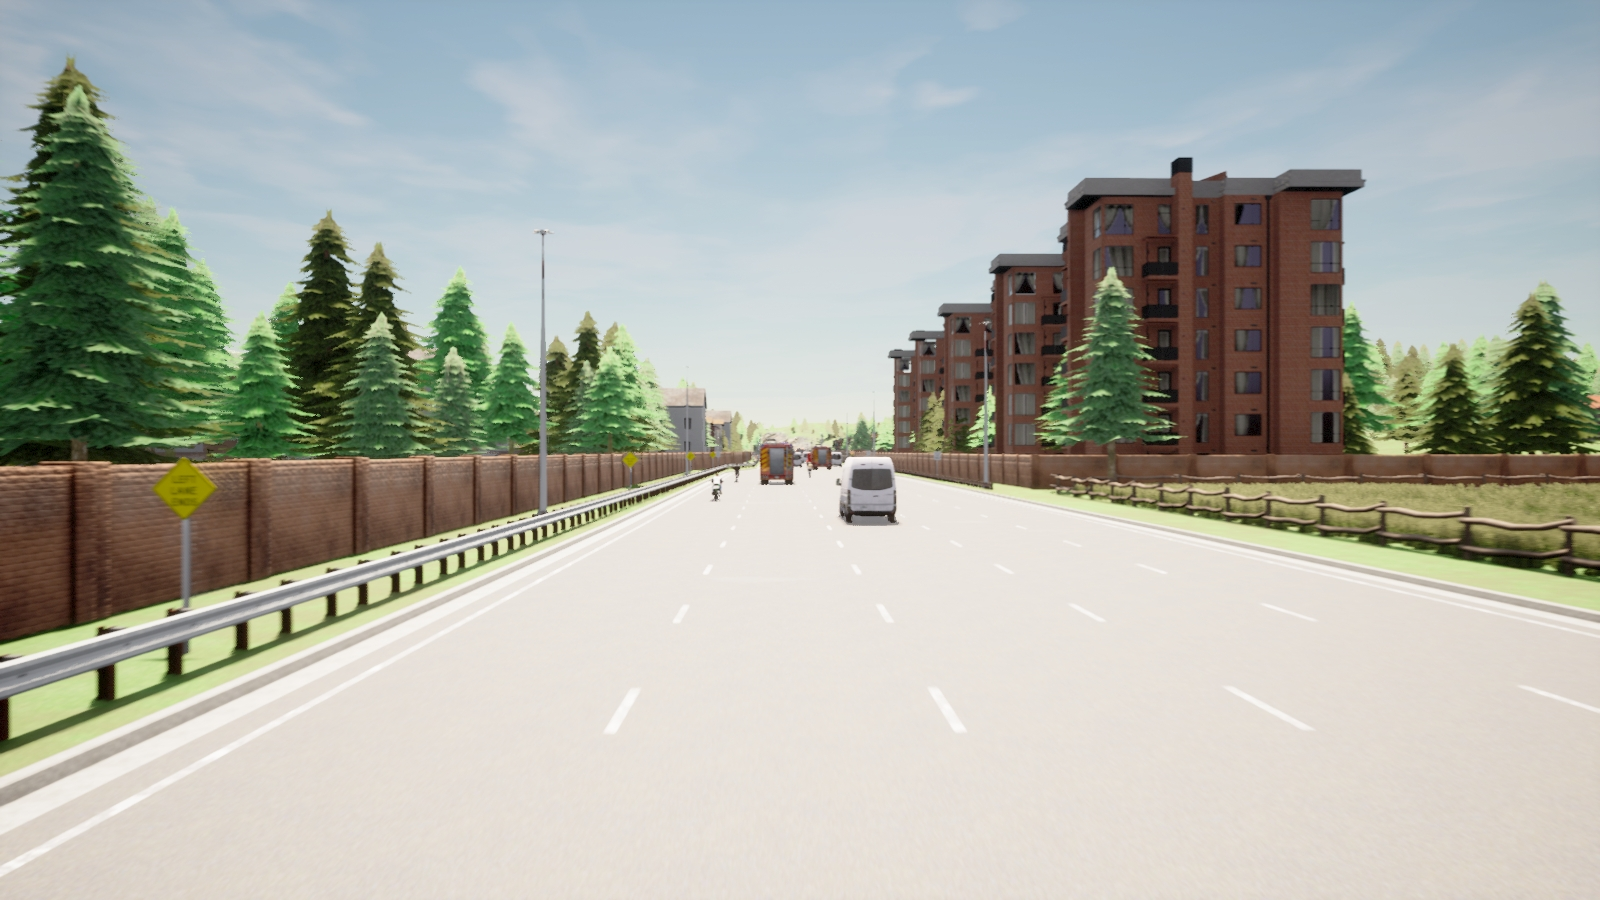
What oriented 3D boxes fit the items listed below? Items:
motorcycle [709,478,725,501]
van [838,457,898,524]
[{"bbox_3d":[-4.716,2.233,64.923,0.803,1.199,2.033,0,0,-1],"label":"motorcycle"},{"bbox_3d":[2.696,1.563,46.668,1.988,2.561,5.915,0,0,-1],"label":"van"}]
